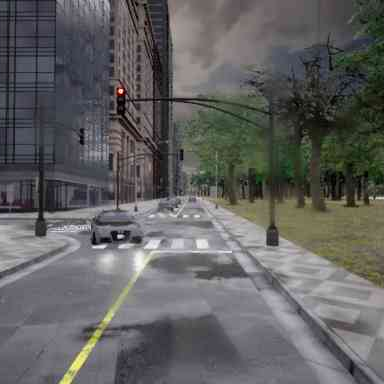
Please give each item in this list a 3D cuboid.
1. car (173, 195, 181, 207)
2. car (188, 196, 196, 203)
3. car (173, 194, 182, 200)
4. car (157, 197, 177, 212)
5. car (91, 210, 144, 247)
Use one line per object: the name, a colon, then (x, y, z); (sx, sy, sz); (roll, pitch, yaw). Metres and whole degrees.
car: (-3.040, 1.624, 49.544); (1.837, 1.490, 4.892); (0, 0, 0)
car: (0.091, 1.774, 79.422); (2.128, 1.511, 4.902); (0, 0, 0)
car: (-3.000, 1.671, 61.027); (1.837, 1.490, 4.892); (0, 0, 0)
car: (-3.082, 1.627, 39.411); (2.033, 1.411, 5.357); (0, 0, -4)
car: (-3.475, 1.551, 15.189); (1.994, 1.385, 4.181); (1, 1, -19)
